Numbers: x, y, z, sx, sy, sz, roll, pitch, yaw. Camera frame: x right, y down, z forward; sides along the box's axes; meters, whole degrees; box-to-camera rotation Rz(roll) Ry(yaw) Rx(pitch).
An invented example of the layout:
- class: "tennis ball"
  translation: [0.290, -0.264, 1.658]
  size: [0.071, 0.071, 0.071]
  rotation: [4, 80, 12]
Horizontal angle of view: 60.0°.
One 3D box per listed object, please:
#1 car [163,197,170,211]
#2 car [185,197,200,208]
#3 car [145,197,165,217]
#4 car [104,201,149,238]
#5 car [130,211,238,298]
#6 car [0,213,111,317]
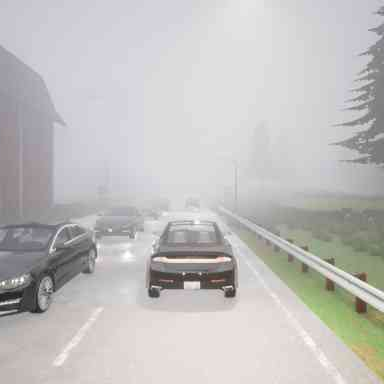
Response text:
- class: "car"
  translation: [-3.553, 1.337, 37.845]
  size: [1.882, 1.535, 5.008]
  rotation: [0, 0, 0]
- class: "car"
  translation: [0.077, 1.387, 43.781]
  size: [2.033, 1.411, 5.357]
  rotation: [0, 0, 1]
- class: "car"
  translation: [-3.594, 1.424, 27.357]
  size: [1.812, 1.442, 4.674]
  rotation: [0, 0, 0]
- class: "car"
  translation: [-3.598, 1.442, 17.092]
  size: [1.837, 1.490, 4.892]
  rotation: [0, 0, 0]
- class: "car"
  translation: [0.001, 1.464, 8.440]
  size: [2.128, 1.511, 4.902]
  rotation: [0, 0, 0]
- class: "car"
  translation: [-3.600, 1.464, 7.621]
  size: [2.128, 1.511, 4.902]
  rotation: [0, 0, 0]
